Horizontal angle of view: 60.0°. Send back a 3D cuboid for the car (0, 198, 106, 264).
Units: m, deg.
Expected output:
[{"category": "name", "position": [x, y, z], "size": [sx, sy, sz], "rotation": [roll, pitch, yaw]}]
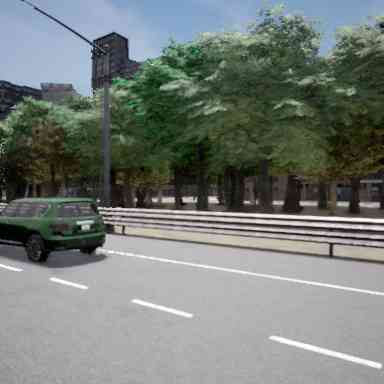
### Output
[{"category": "car", "position": [-5.560, 1.222, 12.129], "size": [5.566, 2.045, 2.150], "rotation": [0, 0, 35]}]
